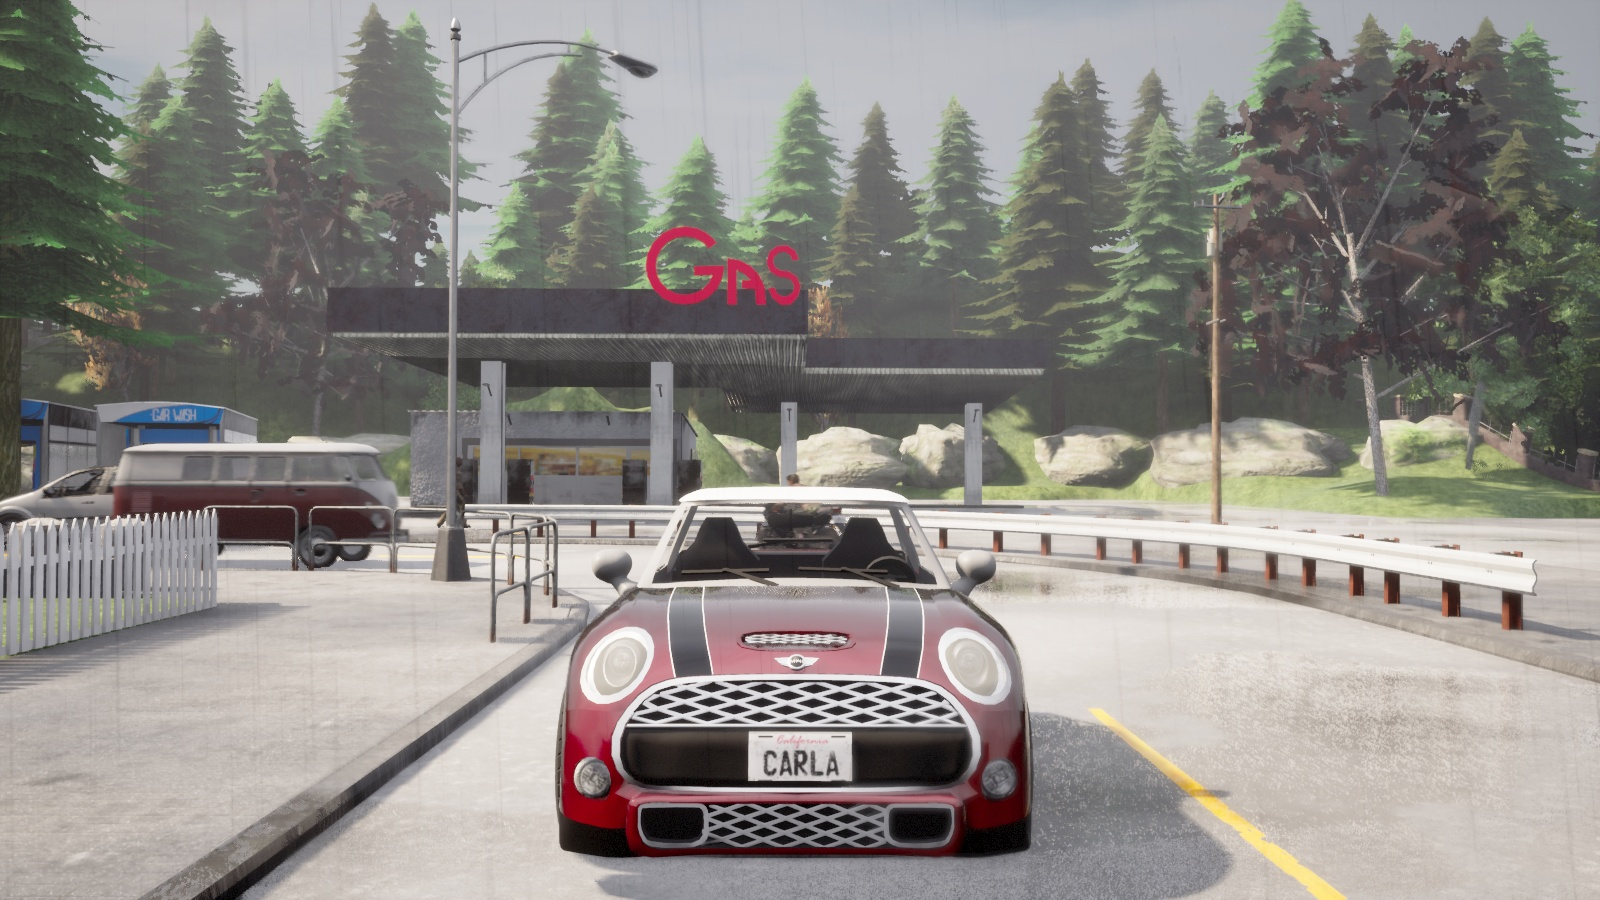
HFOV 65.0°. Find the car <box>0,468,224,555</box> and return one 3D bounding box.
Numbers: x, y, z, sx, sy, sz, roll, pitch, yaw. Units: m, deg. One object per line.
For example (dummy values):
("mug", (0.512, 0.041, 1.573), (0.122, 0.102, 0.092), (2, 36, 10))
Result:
("car", (-13.690, 1.179, 24.560), (3.988, 1.617, 1.851), (0, -1, 0))

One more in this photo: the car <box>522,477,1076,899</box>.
("car", (-0.025, 0.887, 6.378), (1.970, 1.475, 3.806), (0, -1, -1))

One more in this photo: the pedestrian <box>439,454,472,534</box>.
("pedestrian", (-8.400, 1.073, 30.655), (0.692, 1.930, 0.396), (0, -1, -1))

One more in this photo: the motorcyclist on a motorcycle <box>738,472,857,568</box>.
("motorcyclist on a motorcycle", (-0.063, 1.156, 21.331), (0.797, 1.523, 2.044), (-1, 0, -45))

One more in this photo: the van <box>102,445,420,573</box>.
("van", (-8.700, 0.946, 20.513), (4.442, 1.987, 1.775), (0, -1, 2))
